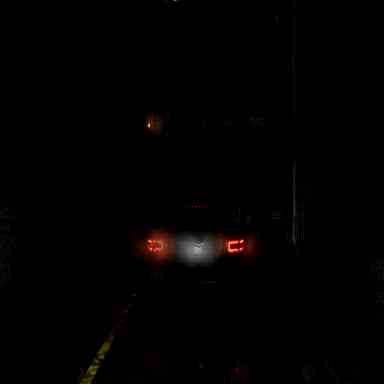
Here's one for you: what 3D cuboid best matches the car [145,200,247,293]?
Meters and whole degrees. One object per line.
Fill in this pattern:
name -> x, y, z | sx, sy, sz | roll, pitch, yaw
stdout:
car -> 0.079, 1.222, 9.010 | 2.150, 2.045, 5.566 | 0, 0, 0

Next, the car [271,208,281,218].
car -> 9.047, 1.588, 27.633 | 4.718, 1.301, 1.895 | 0, 0, -10
